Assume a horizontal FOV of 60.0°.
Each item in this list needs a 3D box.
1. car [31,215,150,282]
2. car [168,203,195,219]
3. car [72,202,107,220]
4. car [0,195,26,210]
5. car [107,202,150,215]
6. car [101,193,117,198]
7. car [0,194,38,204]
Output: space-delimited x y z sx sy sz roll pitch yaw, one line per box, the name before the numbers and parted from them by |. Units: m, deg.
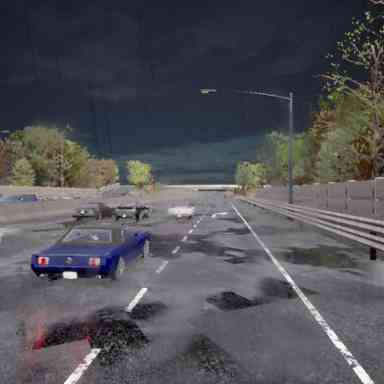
car | -2.561 1.600 9.768 1.895 1.301 4.718 0 0 5
car | -0.807 1.602 29.094 1.895 1.301 4.718 0 0 5
car | -7.981 1.548 27.469 2.033 1.411 5.357 0 0 5
car | -24.267 1.358 43.842 2.097 1.767 4.553 0 0 6
car | -4.590 1.492 26.134 2.128 1.511 4.902 0 0 5
car | -18.060 1.280 72.408 2.150 2.045 5.566 0 0 5
car | -18.104 1.224 34.320 2.150 2.045 5.566 0 0 5
